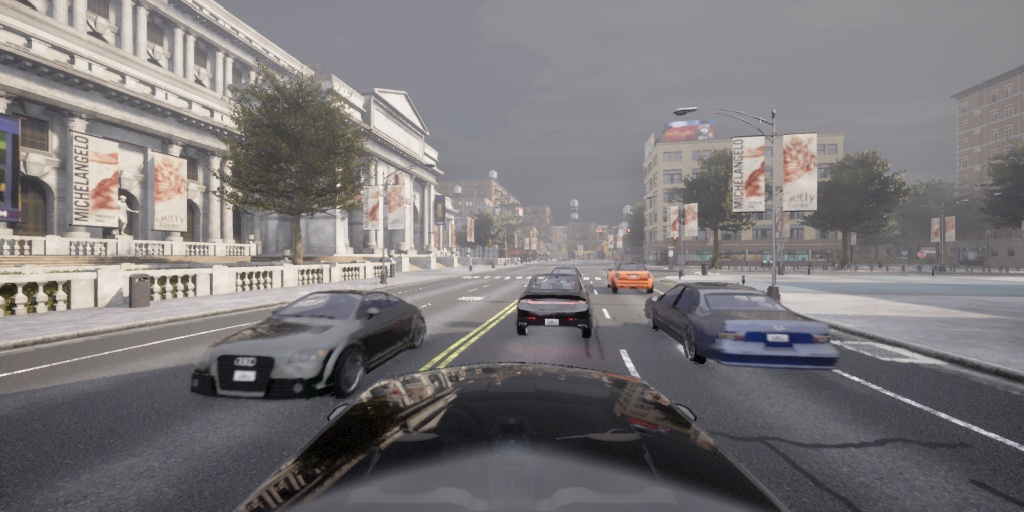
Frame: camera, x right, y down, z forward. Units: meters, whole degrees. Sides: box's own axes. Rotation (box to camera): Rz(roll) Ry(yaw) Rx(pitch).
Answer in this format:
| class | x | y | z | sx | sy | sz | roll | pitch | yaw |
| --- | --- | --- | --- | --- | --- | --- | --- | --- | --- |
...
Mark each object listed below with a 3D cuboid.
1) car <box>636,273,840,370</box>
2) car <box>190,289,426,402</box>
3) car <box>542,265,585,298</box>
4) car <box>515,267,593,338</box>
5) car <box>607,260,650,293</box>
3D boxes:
| class | x | y | z | sx | sy | sz | roll | pitch | yaw |
| --- | --- | --- | --- | --- | --- | --- | --- | --- | --- |
| car | 4.419 | 1.297 | 7.967 | 2.033 | 1.411 | 5.357 | 0 | 0 | 8 |
| car | -3.104 | 1.314 | 6.461 | 1.994 | 1.385 | 4.181 | 0 | 0 | 7 |
| car | 2.945 | 1.297 | 19.763 | 2.033 | 1.411 | 5.357 | 0 | 0 | 11 |
| car | 1.270 | 1.242 | 10.287 | 2.128 | 1.511 | 4.902 | 0 | 0 | 9 |
| car | 6.716 | 1.102 | 20.789 | 2.097 | 1.767 | 4.553 | 0 | 0 | 10 |
